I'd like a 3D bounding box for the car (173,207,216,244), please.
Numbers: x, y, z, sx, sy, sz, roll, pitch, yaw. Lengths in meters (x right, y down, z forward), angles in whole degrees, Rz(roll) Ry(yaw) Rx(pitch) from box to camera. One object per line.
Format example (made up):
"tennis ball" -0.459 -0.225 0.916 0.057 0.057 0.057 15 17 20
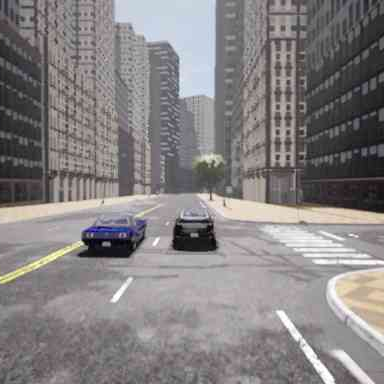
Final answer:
"car" 0.105 1.481 15.880 2.128 1.511 4.902 1 1 0

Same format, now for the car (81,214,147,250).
"car" -3.141 1.595 14.471 1.895 1.301 4.718 0 1 0
